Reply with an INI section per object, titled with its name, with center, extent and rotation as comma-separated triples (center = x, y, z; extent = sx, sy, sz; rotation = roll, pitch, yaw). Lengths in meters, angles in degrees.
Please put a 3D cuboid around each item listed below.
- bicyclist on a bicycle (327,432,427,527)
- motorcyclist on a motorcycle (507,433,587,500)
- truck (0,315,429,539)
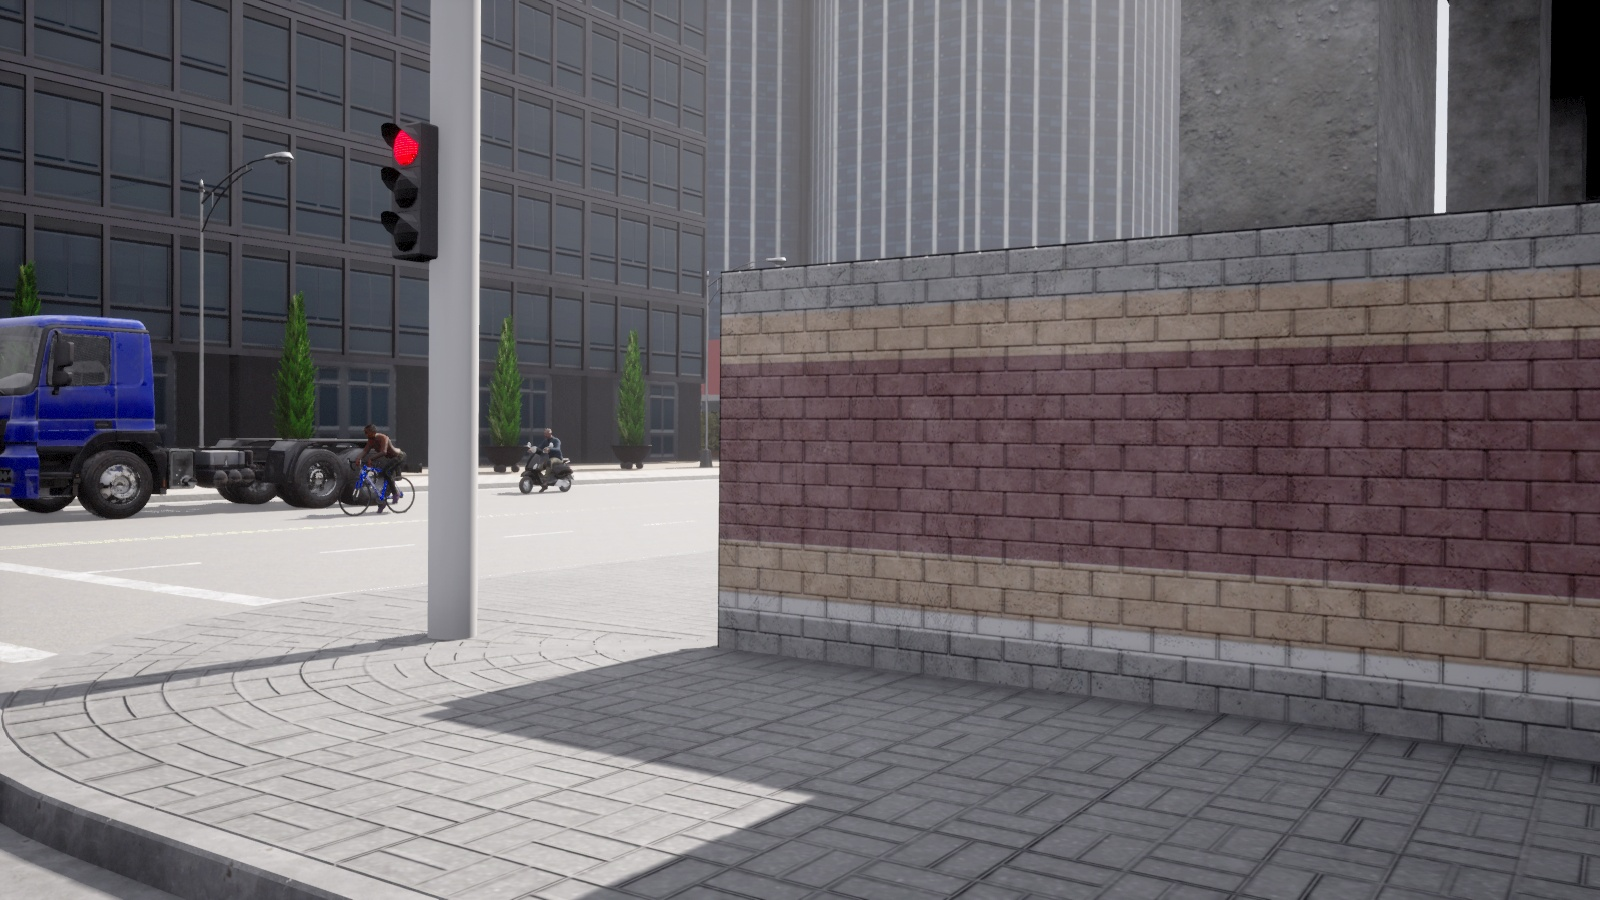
[bicyclist on a bicycle]
center = -7.542, 0.501, 22.464
extent = 0.582, 1.620, 1.656
rotation = 0, 1, 34
[motorcyclist on a motorcycle]
center = -6.189, 0.376, 30.776
extent = 0.866, 1.590, 1.817
rotation = 0, 1, 34
[truck]
center = -11.092, -0.415, 23.453
extent = 2.891, 3.462, 7.936
rotation = 0, 1, 34
